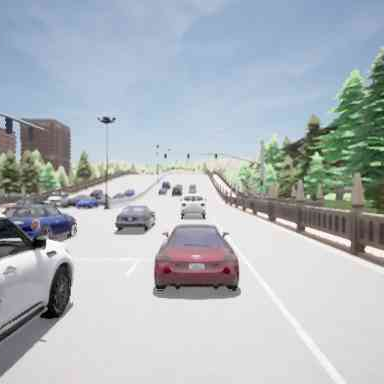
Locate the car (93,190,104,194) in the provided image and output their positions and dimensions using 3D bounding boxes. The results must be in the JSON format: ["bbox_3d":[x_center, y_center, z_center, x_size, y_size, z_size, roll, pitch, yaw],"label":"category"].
[{"bbox_3d":[-17.446,1.002,65.188,1.895,1.301,4.718,0,4,0],"label":"car"}]

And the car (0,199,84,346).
[{"bbox_3d":[-3.387,1.220,4.197,2.150,2.045,5.566,0,0,0],"label":"car"}]

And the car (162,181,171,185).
[{"bbox_3d":[-6.812,-1.887,87.940,2.150,2.045,5.566,0,7,0],"label":"car"}]

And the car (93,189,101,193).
[{"bbox_3d":[-20.899,0.168,73.221,1.882,1.535,5.008,0,6,0],"label":"car"}]

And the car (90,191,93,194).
[{"bbox_3d":[-20.960,1.100,62.880,2.033,1.411,5.357,0,3,0],"label":"car"}]

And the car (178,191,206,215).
[{"bbox_3d":[0.110,1.216,30.315,2.150,2.045,5.566,0,0,0],"label":"car"}]

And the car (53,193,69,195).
[{"bbox_3d":[-20.999,1.168,52.773,2.150,2.045,5.566,0,1,1],"label":"car"}]

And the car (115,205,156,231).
[{"bbox_3d":[-3.393,1.544,20.708,2.033,1.411,5.357,0,0,0],"label":"car"}]

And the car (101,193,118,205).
[{"bbox_3d":[-14.004,1.440,54.368,1.812,1.442,4.674,0,1,0],"label":"car"}]

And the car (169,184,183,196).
[{"bbox_3d":[-3.388,-0.294,74.983,2.150,2.045,5.566,0,7,0],"label":"car"}]

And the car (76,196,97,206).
[{"bbox_3d":[-17.486,1.490,55.248,1.895,1.301,4.718,0,2,0],"label":"car"}]

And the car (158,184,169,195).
[{"bbox_3d":[-6.873,-0.261,77.591,2.033,1.411,5.357,0,7,0],"label":"car"}]

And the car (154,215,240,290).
[{"bbox_3d":[0.103,1.562,9.111,1.994,1.385,4.181,0,0,0],"label":"car"}]

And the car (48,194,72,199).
[{"bbox_3d":[-17.542,1.477,46.114,2.128,1.511,4.902,0,0,0],"label":"car"}]

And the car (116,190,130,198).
[{"bbox_3d":[-13.952,0.942,64.238,1.882,1.535,5.008,0,4,0],"label":"car"}]

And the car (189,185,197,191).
[{"bbox_3d":[0.114,-0.035,75.382,2.128,1.511,4.902,0,7,0],"label":"car"}]

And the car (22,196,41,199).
[{"bbox_3d":[-21.116,1.344,43.208,2.097,1.767,4.553,0,0,2],"label":"car"}]

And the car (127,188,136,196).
[{"bbox_3d":[-13.892,0.037,74.368,1.882,1.535,5.008,0,6,0],"label":"car"}]

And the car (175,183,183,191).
[{"bbox_3d":[-3.327,-1.400,85.415,1.837,1.490,4.892,0,7,0],"label":"car"}]

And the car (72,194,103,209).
[{"bbox_3d":[-14.052,1.464,45.060,1.882,1.535,5.008,0,0,0],"label":"car"}]

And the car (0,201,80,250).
[{"bbox_3d":[-6.895,1.348,15.048,2.097,1.767,4.553,0,0,0],"label":"car"}]
